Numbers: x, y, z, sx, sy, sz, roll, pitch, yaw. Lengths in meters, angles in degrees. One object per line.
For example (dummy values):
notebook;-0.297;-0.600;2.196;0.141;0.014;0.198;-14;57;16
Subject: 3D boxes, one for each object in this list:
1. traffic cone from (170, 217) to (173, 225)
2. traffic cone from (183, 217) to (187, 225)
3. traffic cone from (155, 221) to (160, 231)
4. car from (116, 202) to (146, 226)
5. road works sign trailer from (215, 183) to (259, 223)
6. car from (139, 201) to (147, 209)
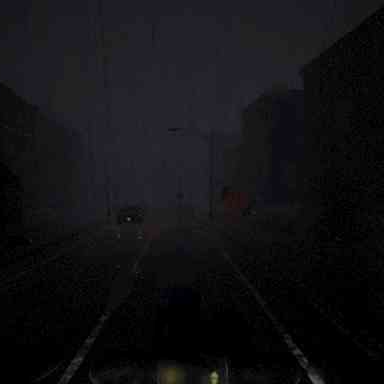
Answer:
traffic cone;-1.522;2.148;24.395;0.340;0.580;0.340;0;-1;-4
traffic cone;-0.526;2.144;24.474;0.340;0.580;0.340;0;-1;-4
traffic cone;-2.043;2.037;18.331;0.340;0.580;0.340;0;-1;-5
car;-4.733;1.755;25.872;1.837;1.490;4.892;0;-2;-7
road works sign trailer;3.291;1.114;24.217;2.380;2.880;3.560;46;22;21
car;-9.596;2.401;64.221;1.882;1.535;5.008;0;1;-7
